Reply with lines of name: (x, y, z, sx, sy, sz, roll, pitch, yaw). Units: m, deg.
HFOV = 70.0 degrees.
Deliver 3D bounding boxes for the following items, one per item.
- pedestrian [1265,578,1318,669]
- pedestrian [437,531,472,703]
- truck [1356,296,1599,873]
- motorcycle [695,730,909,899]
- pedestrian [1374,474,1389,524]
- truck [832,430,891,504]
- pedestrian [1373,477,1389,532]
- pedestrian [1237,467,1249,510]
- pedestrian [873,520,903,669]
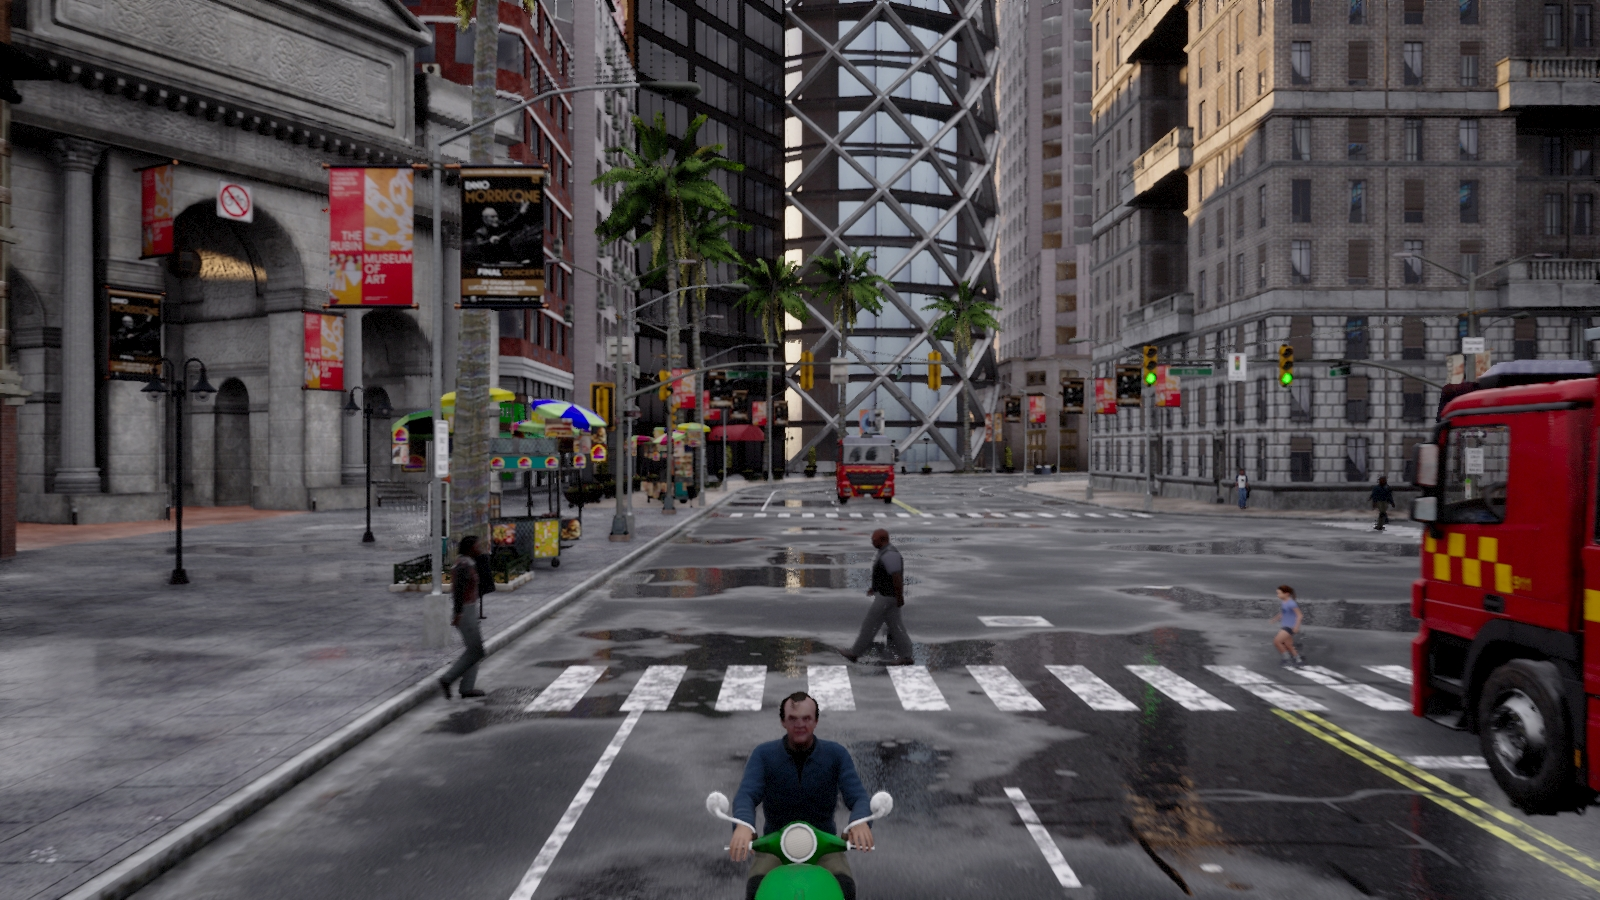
pedestrian: (6.334, 2.229, 14.743, 0.500, 1.100, 0.500, 0, 0, 5)
pedestrian: (-3.855, 1.847, 12.748, 0.375, 1.860, 0.375, 0, 0, -17)
truck: (6.747, 0.891, 6.646, 2.891, 3.827, 8.468, 0, 0, 0)
motorcycle: (0.010, 2.182, 5.484, 0.856, 1.236, 1.805, 0, 0, 0)
pedestrian: (21.942, 1.849, 43.086, 0.375, 1.860, 0.375, 0, 0, 1)
truck: (3.270, 0.890, 63.136, 2.891, 3.827, 8.468, 0, 0, 0)
pedestrian: (19.825, 1.848, 38.986, 0.375, 1.860, 0.375, 0, 0, -3)
pedestrian: (19.622, 1.696, 50.629, 0.375, 1.860, 0.375, 0, 0, -4)
pedestrian: (1.136, 1.849, 14.725, 0.375, 1.860, 0.375, 0, 0, 3)
